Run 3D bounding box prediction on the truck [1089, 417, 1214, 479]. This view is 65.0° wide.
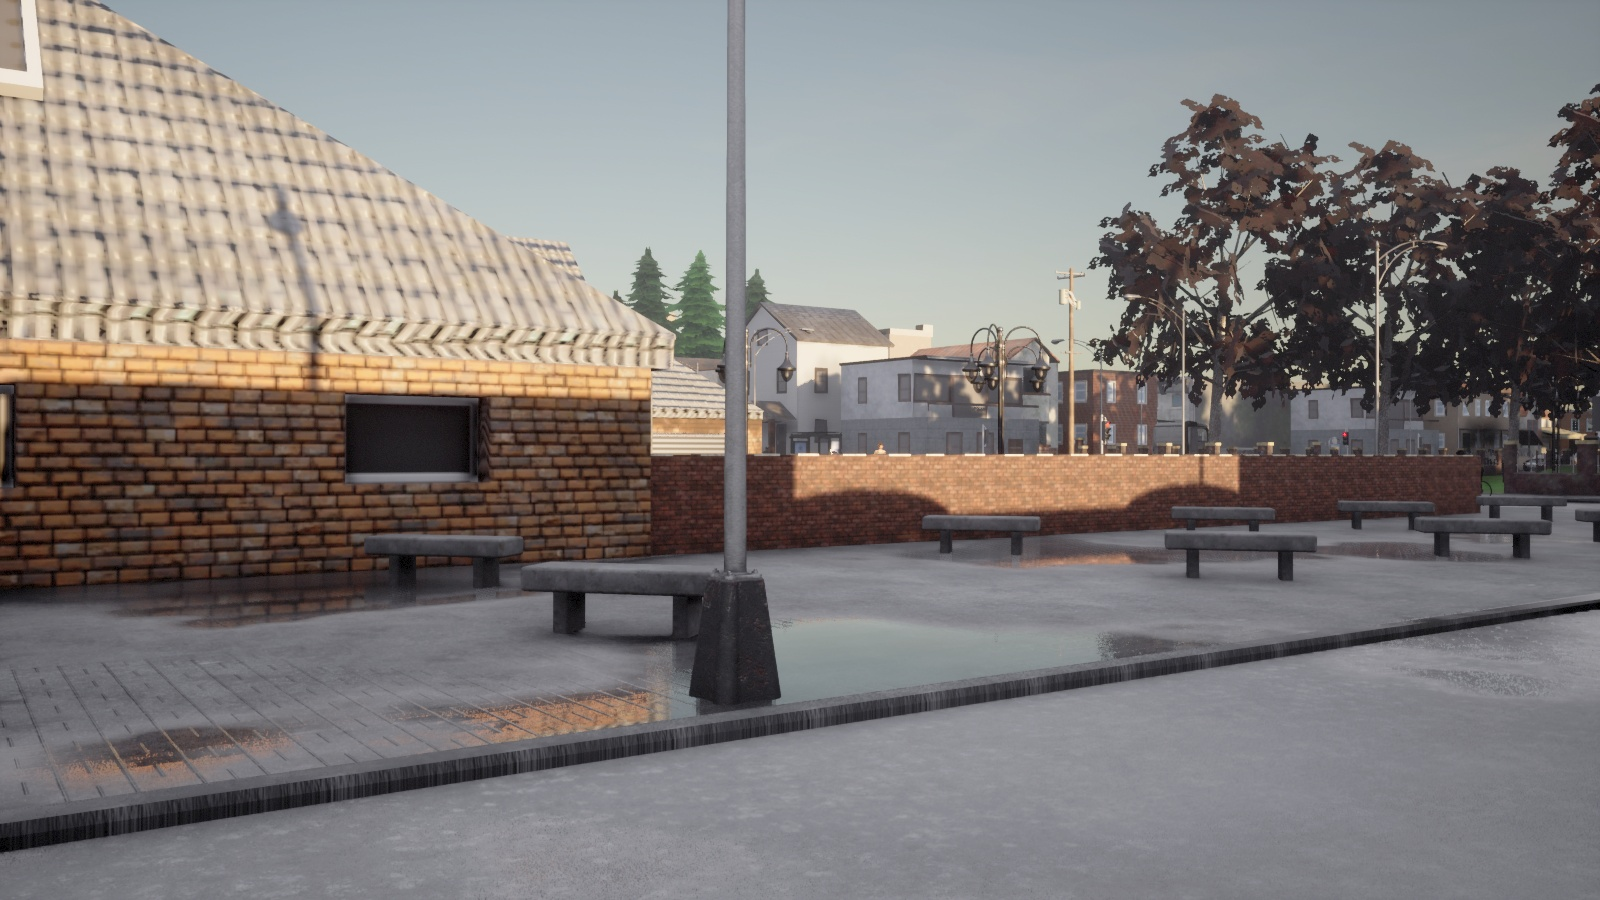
[{"bbox_3d":[20.808,-0.100,74.047,7.936,3.462,2.891,0,0,-37],"label":"truck"}]
